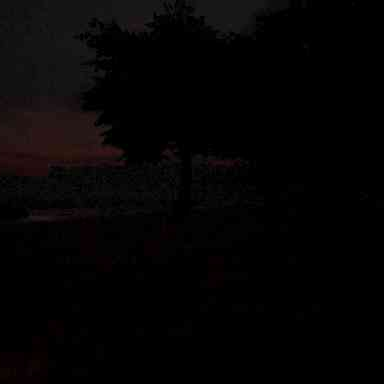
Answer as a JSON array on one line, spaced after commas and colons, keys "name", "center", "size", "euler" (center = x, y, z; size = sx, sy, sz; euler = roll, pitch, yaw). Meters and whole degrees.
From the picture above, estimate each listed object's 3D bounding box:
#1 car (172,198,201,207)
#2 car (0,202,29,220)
[{"name": "car", "center": [-0.721, 1.553, 48.410], "size": [2.033, 1.411, 5.357], "euler": [3, 1, 31]}, {"name": "car", "center": [-15.295, 1.518, 26.149], "size": [1.812, 1.442, 4.674], "euler": [3, 2, 35]}]
